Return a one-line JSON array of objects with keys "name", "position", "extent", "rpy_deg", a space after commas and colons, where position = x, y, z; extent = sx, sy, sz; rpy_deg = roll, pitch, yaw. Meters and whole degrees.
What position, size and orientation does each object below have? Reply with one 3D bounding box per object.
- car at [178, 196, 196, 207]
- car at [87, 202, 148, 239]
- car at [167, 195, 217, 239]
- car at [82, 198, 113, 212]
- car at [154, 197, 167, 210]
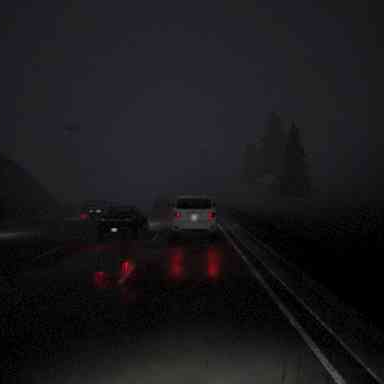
[{"name": "car", "position": [-0.792, 1.382, 47.877], "extent": [1.812, 1.442, 4.674], "rpy_deg": [1, 0, -11]}, {"name": "car", "position": [-3.404, 1.439, 16.961], "extent": [2.128, 1.511, 4.902], "rpy_deg": [0, 0, 0]}, {"name": "car", "position": [0.096, 1.169, 17.208], "extent": [2.150, 2.045, 5.566], "rpy_deg": [0, 0, 0]}, {"name": "car", "position": [-6.908, 1.465, 27.193], "extent": [2.033, 1.411, 5.357], "rpy_deg": [0, 0, 0]}, {"name": "car", "position": [-3.497, 1.358, 39.815], "extent": [1.882, 1.535, 5.008], "rpy_deg": [0, 0, -2]}]
